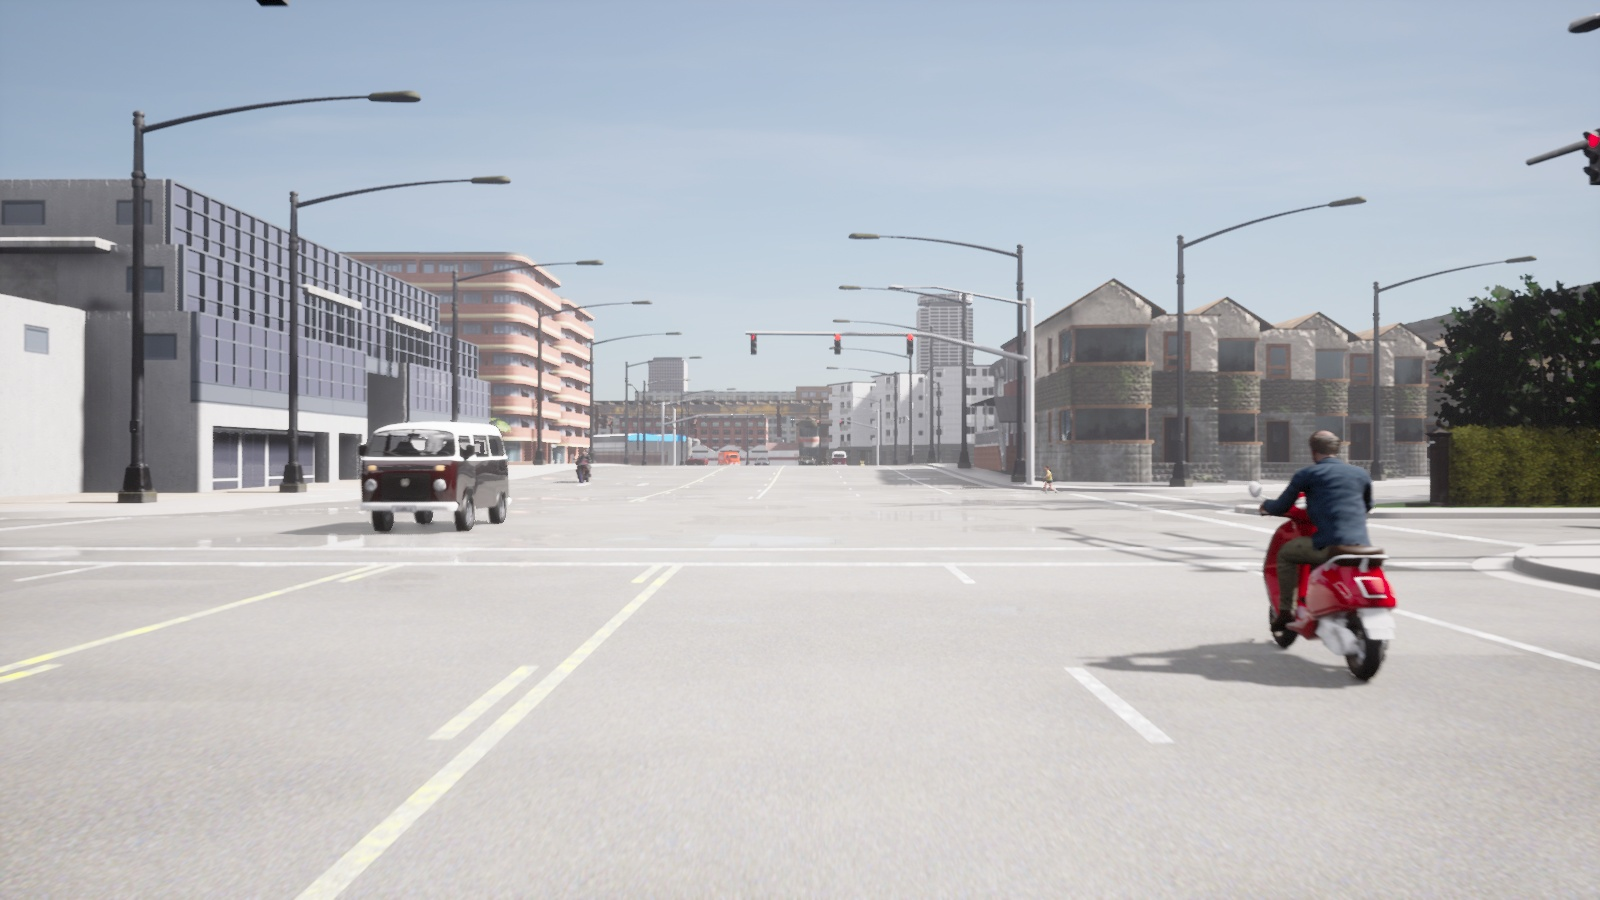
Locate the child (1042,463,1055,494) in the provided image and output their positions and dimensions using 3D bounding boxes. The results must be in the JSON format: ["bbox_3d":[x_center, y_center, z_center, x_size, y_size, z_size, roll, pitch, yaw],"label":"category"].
[{"bbox_3d":[8.833,1.023,44.661,0.394,1.110,0.255,0,0,-9],"label":"child"}]

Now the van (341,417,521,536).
[{"bbox_3d":[-6.849,0.459,23.840,2.069,2.038,4.480,0,0,0],"label":"van"}]

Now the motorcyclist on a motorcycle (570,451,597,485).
[{"bbox_3d":[-10.150,0.812,58.836,0.866,1.530,2.191,0,1,0],"label":"motorcyclist on a motorcycle"}]

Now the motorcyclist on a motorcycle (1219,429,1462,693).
[{"bbox_3d":[3.564,0.667,8.488,0.866,1.590,1.817,0,0,0],"label":"motorcyclist on a motorcycle"}]
